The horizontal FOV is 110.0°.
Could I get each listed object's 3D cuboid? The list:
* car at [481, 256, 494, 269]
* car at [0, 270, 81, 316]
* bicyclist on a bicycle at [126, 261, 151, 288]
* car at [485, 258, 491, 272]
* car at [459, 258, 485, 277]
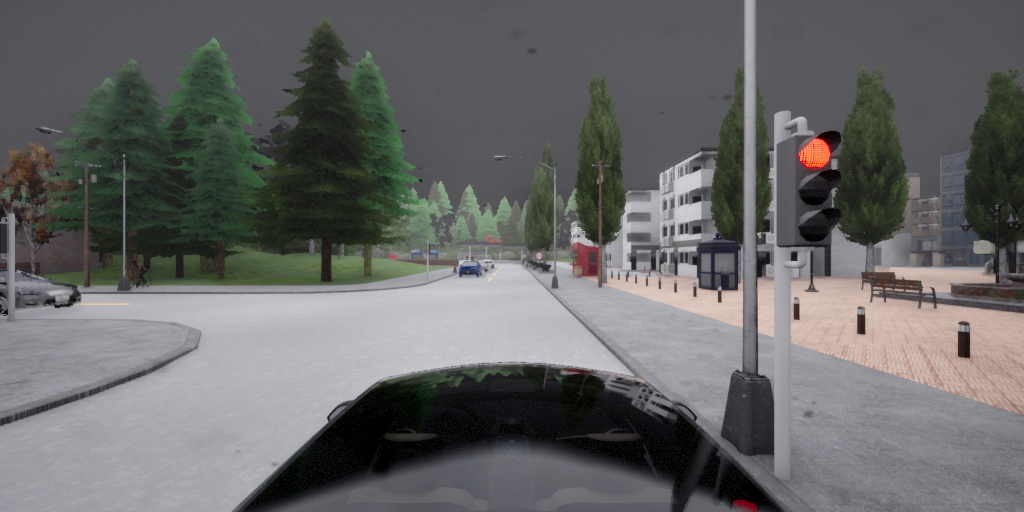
[{"bbox_3d":[-4.007,0.973,56.972,2.150,2.045,5.566,0,0,0],"label":"car"},{"bbox_3d":[-18.453,1.242,12.760,4.902,1.511,2.128,0,0,0],"label":"car"},{"bbox_3d":[-22.132,1.099,21.162,0.582,1.620,1.656,0,0,0],"label":"bicyclist on a bicycle"},{"bbox_3d":[-4.059,1.276,46.011,1.812,1.442,4.674,0,0,0],"label":"car"},{"bbox_3d":[-4.081,1.228,35.850,1.882,1.535,5.008,0,0,0],"label":"car"}]
